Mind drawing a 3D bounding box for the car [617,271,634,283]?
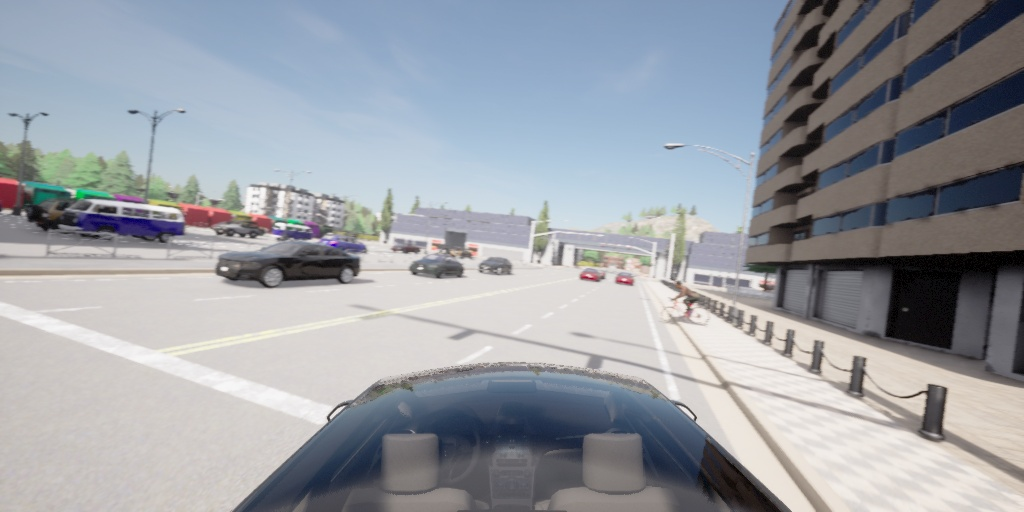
[{"bbox_3d":[15.444,2.831,48.530,1.895,1.301,4.718,7,1,19],"label":"car"}]

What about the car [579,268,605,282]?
[{"bbox_3d":[8.680,2.050,39.499,1.994,1.385,4.181,7,1,20],"label":"car"}]

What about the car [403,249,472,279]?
[{"bbox_3d":[-4.591,0.585,22.447,1.994,1.385,4.181,7,1,19],"label":"car"}]

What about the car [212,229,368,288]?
[{"bbox_3d":[-7.764,0.193,13.061,1.882,1.535,5.008,7,1,19],"label":"car"}]

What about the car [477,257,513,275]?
[{"bbox_3d":[-1.383,0.834,31.882,1.837,1.490,4.892,7,1,19],"label":"car"}]

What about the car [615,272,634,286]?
[{"bbox_3d":[12.643,2.524,40.207,1.994,1.385,4.181,7,1,18],"label":"car"}]

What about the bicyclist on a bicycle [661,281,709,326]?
[{"bbox_3d":[6.437,1.779,13.404,1.656,1.620,0.582,-2,-2,19],"label":"bicyclist on a bicycle"}]
